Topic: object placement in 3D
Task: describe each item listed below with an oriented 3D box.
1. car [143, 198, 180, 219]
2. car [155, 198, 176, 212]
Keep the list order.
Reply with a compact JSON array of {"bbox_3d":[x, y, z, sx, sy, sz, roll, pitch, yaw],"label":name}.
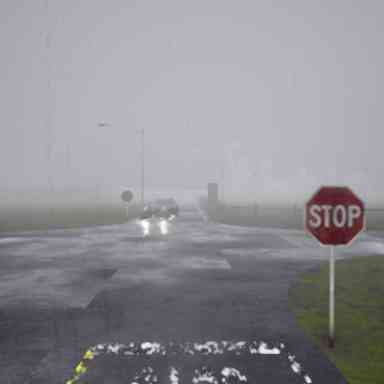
[{"bbox_3d":[-2.567,1.341,28.806,2.097,1.767,4.553,0,0,13],"label":"car"},{"bbox_3d":[-3.140,1.486,40.222,2.128,1.511,4.902,0,0,-1],"label":"car"}]
